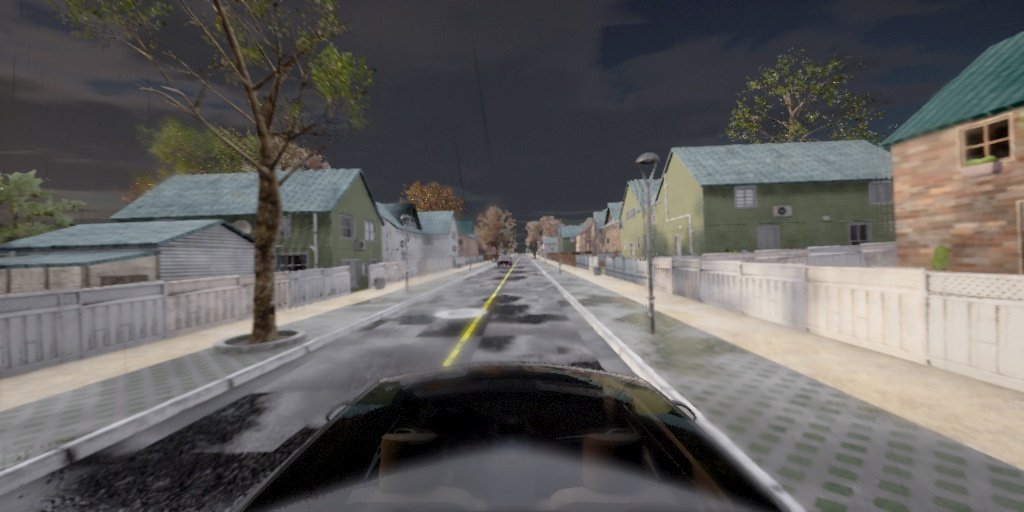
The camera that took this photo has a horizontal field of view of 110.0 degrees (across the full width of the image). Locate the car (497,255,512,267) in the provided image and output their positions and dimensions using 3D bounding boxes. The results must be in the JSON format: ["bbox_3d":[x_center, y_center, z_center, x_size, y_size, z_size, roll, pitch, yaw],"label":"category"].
[{"bbox_3d":[-1.061,0.608,53.602,2.097,1.767,4.553,-2,1,2],"label":"car"}]
